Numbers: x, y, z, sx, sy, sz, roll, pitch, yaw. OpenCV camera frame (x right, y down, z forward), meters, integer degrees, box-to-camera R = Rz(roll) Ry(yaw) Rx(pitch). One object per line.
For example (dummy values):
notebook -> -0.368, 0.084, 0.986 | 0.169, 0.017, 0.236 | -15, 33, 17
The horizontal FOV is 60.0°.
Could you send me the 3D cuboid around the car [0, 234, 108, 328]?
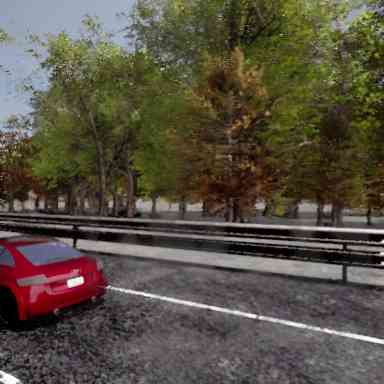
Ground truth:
car -> -3.815, 1.633, 7.164 | 4.181, 1.385, 1.994 | -1, 0, 33
